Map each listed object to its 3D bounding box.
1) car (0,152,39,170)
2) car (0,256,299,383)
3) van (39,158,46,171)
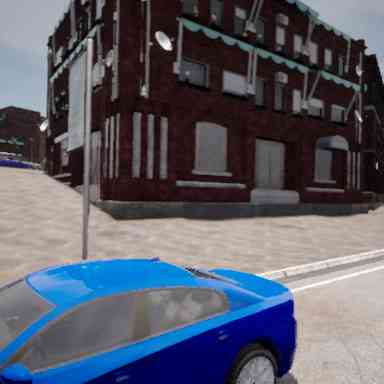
[{"bbox_3d":[-17.720,-2.718,33.197,2.150,2.045,5.566,1,-2,39],"label":"car"},{"bbox_3d":[-1.083,1.482,3.218,5.008,1.535,1.882,0,0,-35],"label":"car"},{"bbox_3d":[-12.913,-2.478,34.464,1.878,1.987,4.442,1,-2,39],"label":"van"}]
